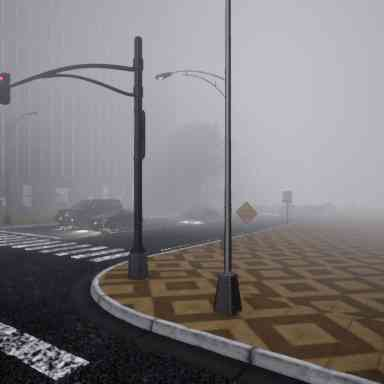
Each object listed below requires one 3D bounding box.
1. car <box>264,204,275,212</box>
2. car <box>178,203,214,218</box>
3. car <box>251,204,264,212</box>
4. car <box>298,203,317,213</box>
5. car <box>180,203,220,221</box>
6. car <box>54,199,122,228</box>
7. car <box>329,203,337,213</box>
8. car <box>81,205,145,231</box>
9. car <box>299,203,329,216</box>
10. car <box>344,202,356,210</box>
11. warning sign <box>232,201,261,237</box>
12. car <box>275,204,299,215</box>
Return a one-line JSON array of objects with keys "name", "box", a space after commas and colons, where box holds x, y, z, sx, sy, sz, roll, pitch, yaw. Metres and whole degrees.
[{"name": "car", "box": [13.327, 2.529, 51.961, 1.895, 1.301, 4.718, 0, -1, 33]}, {"name": "car", "box": [0.512, 2.099, 38.173, 1.837, 1.490, 4.892, 0, -1, 33]}, {"name": "car", "box": [10.825, 2.589, 54.071, 1.895, 1.301, 4.718, 0, -1, 33]}, {"name": "car", "box": [19.012, 2.593, 54.795, 1.994, 1.385, 4.181, 0, -1, 33]}, {"name": "car", "box": [1.101, 2.091, 33.075, 1.994, 1.385, 4.181, 0, -1, 33]}, {"name": "car", "box": [-7.643, 1.547, 25.467, 2.150, 2.045, 5.566, 0, -1, 33]}, {"name": "car", "box": [21.748, 2.537, 53.041, 1.837, 1.490, 4.892, 0, -1, 33]}, {"name": "car", "box": [-5.194, 1.883, 23.270, 1.994, 1.385, 4.181, 0, -1, 33]}, {"name": "car", "box": [16.457, 2.406, 44.704, 2.033, 1.411, 5.357, 0, -1, 33]}, {"name": "car", "box": [31.403, 2.770, 65.984, 1.801, 1.575, 5.366, 0, -1, 33]}, {"name": "warning sign", "box": [3.052, 1.454, 18.587, 1.300, 1.860, 1.060, 1, 1, 33]}, {"name": "car", "box": [13.493, 2.373, 46.108, 1.812, 1.442, 4.674, 0, -1, 33]}]
